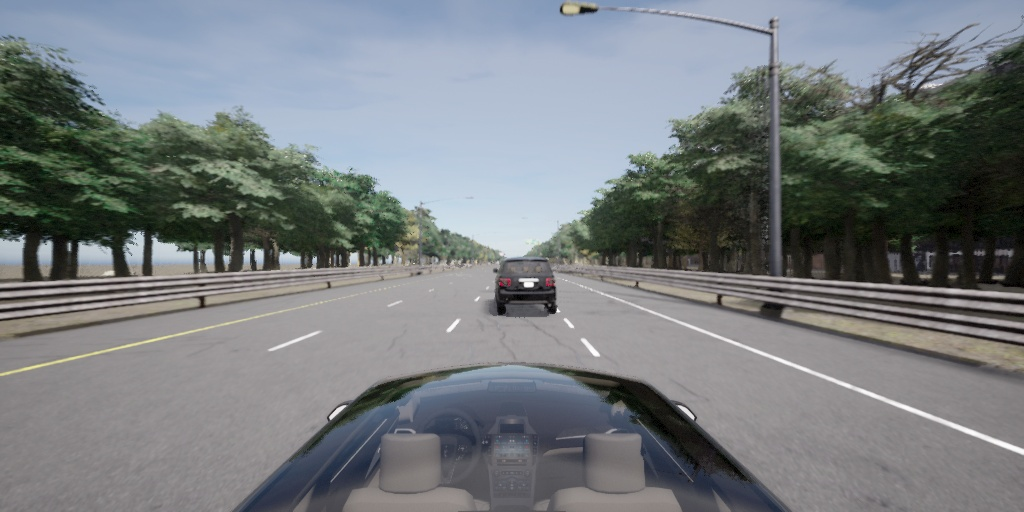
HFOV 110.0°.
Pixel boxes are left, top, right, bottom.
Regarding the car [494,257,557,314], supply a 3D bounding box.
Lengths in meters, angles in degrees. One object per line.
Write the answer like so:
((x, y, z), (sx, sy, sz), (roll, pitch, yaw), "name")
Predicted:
((0.433, 1.073, 14.647), (2.150, 2.045, 5.566), (0, -1, -3), "car")
